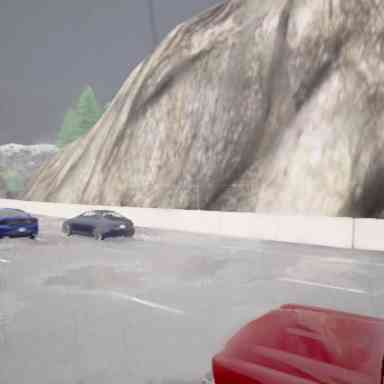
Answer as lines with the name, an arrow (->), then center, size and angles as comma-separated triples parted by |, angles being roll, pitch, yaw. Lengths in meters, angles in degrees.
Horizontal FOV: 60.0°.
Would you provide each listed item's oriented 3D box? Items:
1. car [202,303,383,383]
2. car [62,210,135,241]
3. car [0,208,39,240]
car -> 2.425, 1.609, 2.322 | 4.718, 1.301, 1.895 | 0, 0, 35
car -> -4.794, 1.587, 16.892 | 4.181, 1.385, 1.994 | 0, 0, 40
car -> -9.276, 1.493, 16.146 | 5.008, 1.535, 1.882 | 0, 0, 41
